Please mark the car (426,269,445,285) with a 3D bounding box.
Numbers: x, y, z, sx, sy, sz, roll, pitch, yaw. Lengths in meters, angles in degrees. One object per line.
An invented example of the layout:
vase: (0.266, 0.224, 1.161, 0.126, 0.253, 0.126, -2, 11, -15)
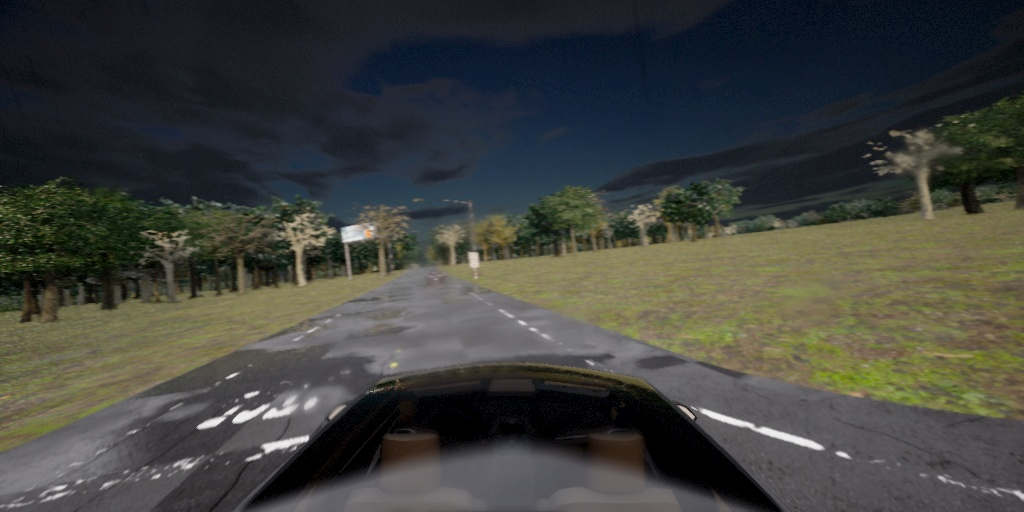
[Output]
car: (-8.503, 2.324, 39.735, 2.128, 1.511, 4.902, -6, 0, -14)
